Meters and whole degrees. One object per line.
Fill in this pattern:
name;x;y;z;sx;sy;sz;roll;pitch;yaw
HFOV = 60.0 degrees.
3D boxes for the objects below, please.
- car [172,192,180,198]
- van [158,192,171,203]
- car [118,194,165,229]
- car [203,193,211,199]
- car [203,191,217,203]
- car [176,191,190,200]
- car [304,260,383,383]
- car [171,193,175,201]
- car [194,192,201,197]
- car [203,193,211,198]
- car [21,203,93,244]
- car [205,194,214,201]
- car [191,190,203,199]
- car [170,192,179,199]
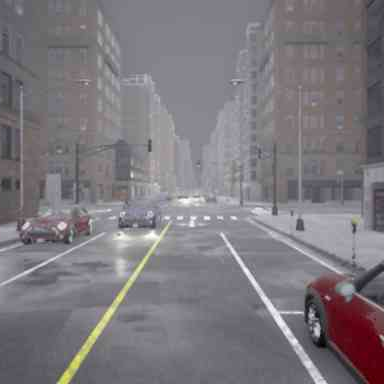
car;-4.454;0.862;91.872;1.967;1.590;4.097;0;0;1
van;-5.181;0.956;58.738;1.690;1.788;3.998;0;0;1
car;-3.042;1.211;20.219;2.097;1.767;4.553;0;0;1
car;3.949;1.021;86.176;1.947;1.339;4.313;0;0;1
car;3.344;1.056;58.557;1.967;1.590;4.097;0;0;1
car;-1.984;1.078;74.138;1.994;1.385;4.181;0;0;1
car;2.668;1.415;3.536;1.967;1.590;4.097;0;0;0
car;-5.060;0.897;64.260;2.192;1.841;5.009;0;0;1
car;1.482;0.804;95.371;1.994;1.385;4.181;0;0;1
car;4.070;0.989;91.700;1.947;1.339;4.313;0;0;1
car;-5.857;1.337;14.854;1.967;1.590;4.097;0;0;0
car;3.586;1.133;69.605;1.802;1.307;4.206;0;0;1
car;1.255;0.980;84.955;2.128;1.511;4.902;0;0;1
car;-4.575;0.894;86.350;1.967;1.590;4.097;0;0;1
